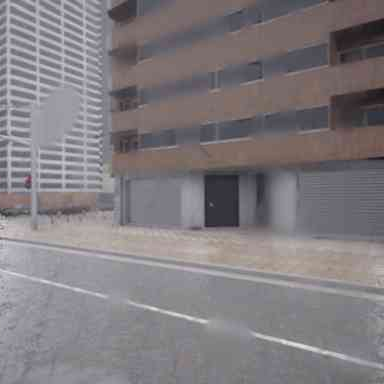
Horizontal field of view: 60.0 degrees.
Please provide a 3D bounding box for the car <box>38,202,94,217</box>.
[{"bbox_3d":[-13.800,1.861,36.704,1.882,1.535,5.008,-1,0,35],"label":"car"}]

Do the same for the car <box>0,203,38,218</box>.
[{"bbox_3d":[-18.170,1.973,36.554,2.033,1.411,5.357,-1,0,35],"label":"car"}]

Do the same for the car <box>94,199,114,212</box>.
[{"bbox_3d":[-12.456,1.989,44.740,1.994,1.385,4.181,-1,0,35],"label":"car"}]
